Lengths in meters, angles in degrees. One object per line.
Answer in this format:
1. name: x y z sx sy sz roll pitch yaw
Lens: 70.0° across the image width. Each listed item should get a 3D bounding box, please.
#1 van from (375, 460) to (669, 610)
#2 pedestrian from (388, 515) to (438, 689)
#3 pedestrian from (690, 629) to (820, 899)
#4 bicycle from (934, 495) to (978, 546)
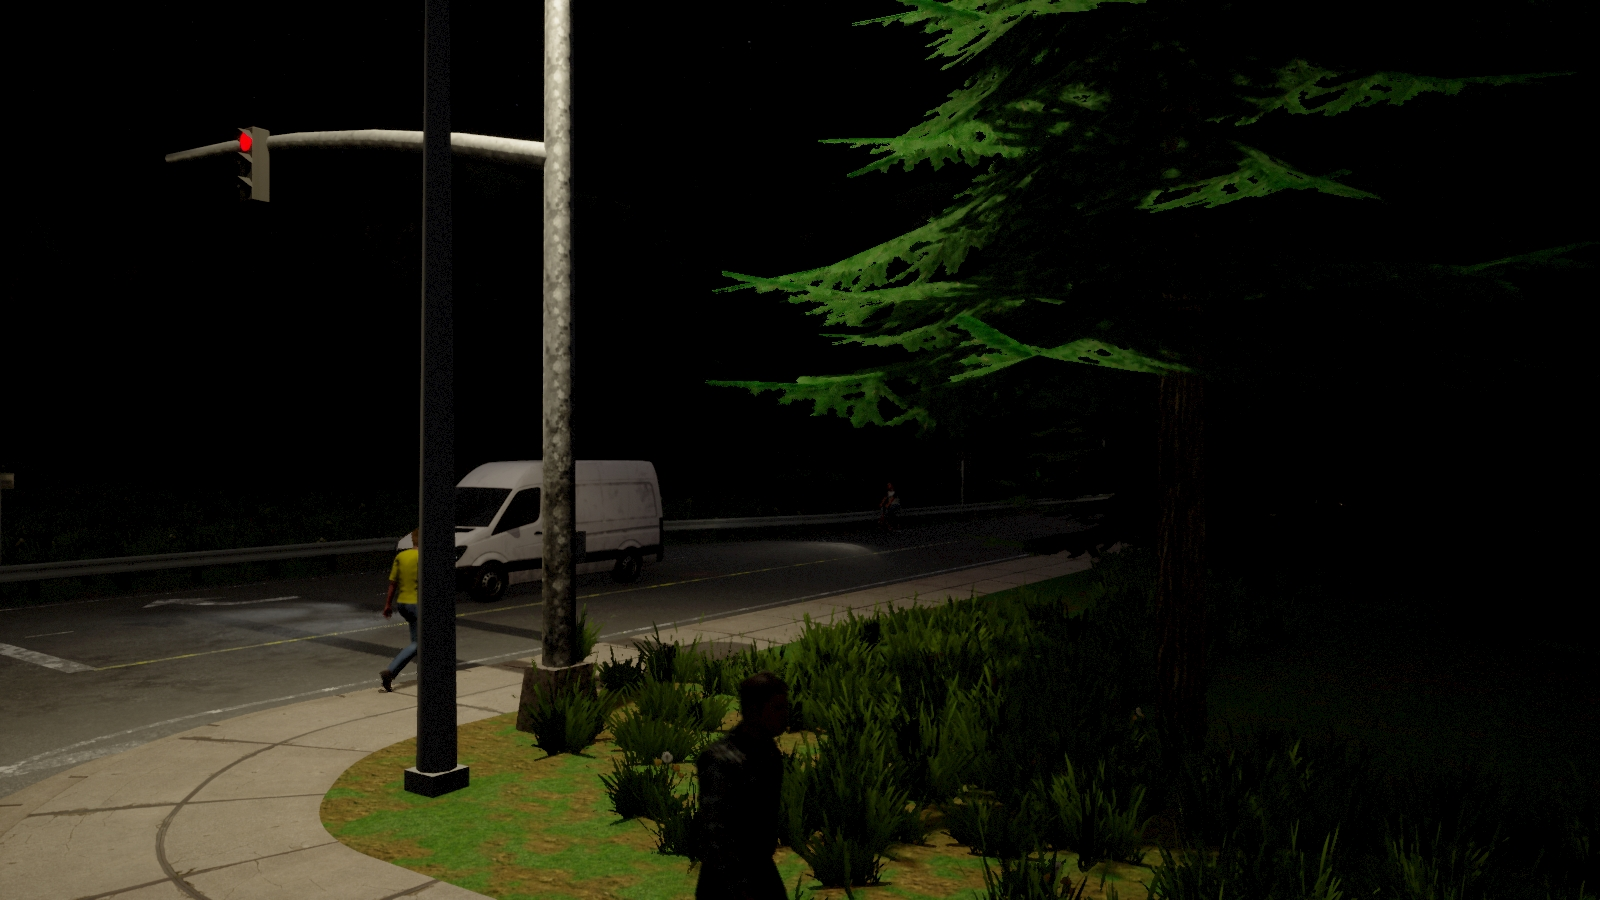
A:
1. van: -5.303 1.497 22.804 1.988 2.561 5.915 0 0 34
2. pedestrian: -4.292 1.663 12.676 0.375 1.860 0.375 0 0 31
3. pedestrian: -0.179 1.693 4.620 0.375 1.860 0.375 0 0 35
4. bicycle: 4.627 2.069 33.821 0.373 1.396 1.643 -1 0 43
